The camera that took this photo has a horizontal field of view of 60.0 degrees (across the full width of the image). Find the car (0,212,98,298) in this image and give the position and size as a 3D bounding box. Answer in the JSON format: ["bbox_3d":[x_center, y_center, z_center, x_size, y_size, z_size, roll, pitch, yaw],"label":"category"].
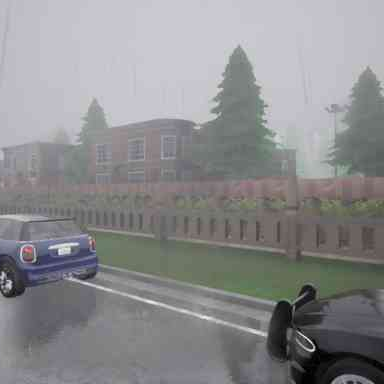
[{"bbox_3d":[-4.546,1.351,8.795,4.553,1.767,2.097,0,0,38],"label":"car"}]

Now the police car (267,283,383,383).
[{"bbox_3d":[3.230,1.425,2.733,5.238,1.638,1.930,0,0,38],"label":"police car"}]
